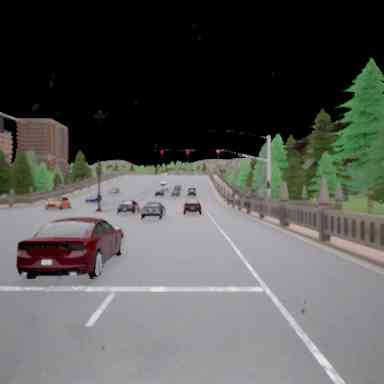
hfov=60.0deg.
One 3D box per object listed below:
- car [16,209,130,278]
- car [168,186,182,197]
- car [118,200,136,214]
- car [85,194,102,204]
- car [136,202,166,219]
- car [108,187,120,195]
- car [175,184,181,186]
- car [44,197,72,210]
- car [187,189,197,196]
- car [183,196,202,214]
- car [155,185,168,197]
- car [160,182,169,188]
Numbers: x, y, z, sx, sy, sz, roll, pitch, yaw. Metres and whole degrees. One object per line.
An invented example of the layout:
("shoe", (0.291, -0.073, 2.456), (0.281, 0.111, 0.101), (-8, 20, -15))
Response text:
("car", (-3.416, 1.502, 10.294), (1.882, 1.535, 5.008), (0, 0, 0))
("car", (-3.491, 0.203, 71.727), (2.033, 1.411, 5.357), (0, 7, 0))
("car", (-6.951, 1.610, 36.564), (1.812, 1.442, 4.674), (0, 0, 0))
("car", (-17.569, 1.179, 59.617), (1.882, 1.535, 5.008), (0, 3, 1))
("car", (-3.431, 1.619, 30.108), (2.033, 1.411, 5.357), (0, 0, 0))
("car", (-17.477, -0.302, 74.963), (2.128, 1.511, 4.902), (0, 7, 0))
("car", (-3.445, -1.153, 82.160), (2.033, 1.411, 5.357), (0, 7, 0))
("car", (-17.623, 1.450, 43.847), (2.097, 1.767, 4.553), (0, 0, 0))
("car", (0.012, 0.081, 72.536), (1.837, 1.490, 4.892), (0, 7, 0))
("car", (0.061, 1.564, 37.103), (1.882, 1.535, 5.008), (0, 0, 0))
("car", (-6.989, 0.122, 72.152), (1.837, 1.490, 4.892), (0, 7, 0))
("car", (-6.945, -1.469, 82.166), (2.150, 2.045, 5.566), (0, 7, 0))
